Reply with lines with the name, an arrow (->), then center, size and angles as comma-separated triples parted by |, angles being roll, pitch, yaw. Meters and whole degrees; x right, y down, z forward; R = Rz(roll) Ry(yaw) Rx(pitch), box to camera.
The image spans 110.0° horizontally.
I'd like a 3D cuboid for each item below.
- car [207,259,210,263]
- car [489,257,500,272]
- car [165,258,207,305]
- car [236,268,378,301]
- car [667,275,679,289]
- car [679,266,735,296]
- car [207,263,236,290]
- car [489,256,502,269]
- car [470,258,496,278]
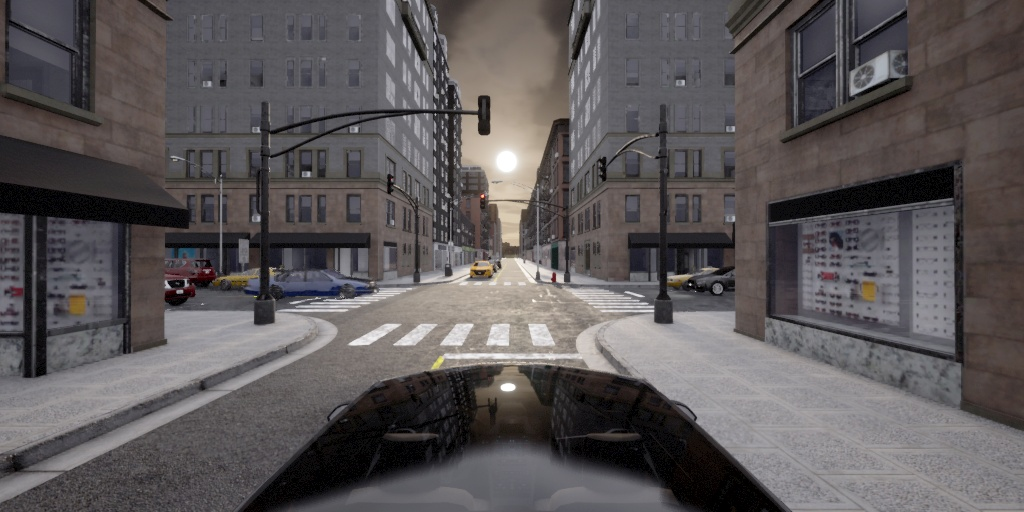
car -> -20.755, 1.063, 21.614 | 5.009, 1.841, 2.192 | 0, 0, 0
car -> -2.839, 1.244, 44.339 | 1.837, 1.490, 4.892 | 0, 0, 0
car -> -15.097, 1.035, 13.579 | 5.009, 1.841, 2.192 | 0, 0, 0
car -> -9.199, 1.287, 16.736 | 5.357, 1.411, 2.033 | 0, 0, -10
car -> 11.638, 1.304, 21.561 | 4.829, 1.417, 1.751 | 0, 0, 0
car -> 11.903, 1.273, 19.014 | 4.892, 1.490, 1.837 | 0, 0, 1
car -> -15.246, 1.279, 21.605 | 4.829, 1.417, 1.751 | 0, 0, 0
car -> -2.822, 0.953, 57.244 | 2.150, 2.045, 5.566 | 0, 0, 0
car -> -2.839, 1.222, 33.937 | 1.882, 1.535, 5.008 | 0, 0, 0
